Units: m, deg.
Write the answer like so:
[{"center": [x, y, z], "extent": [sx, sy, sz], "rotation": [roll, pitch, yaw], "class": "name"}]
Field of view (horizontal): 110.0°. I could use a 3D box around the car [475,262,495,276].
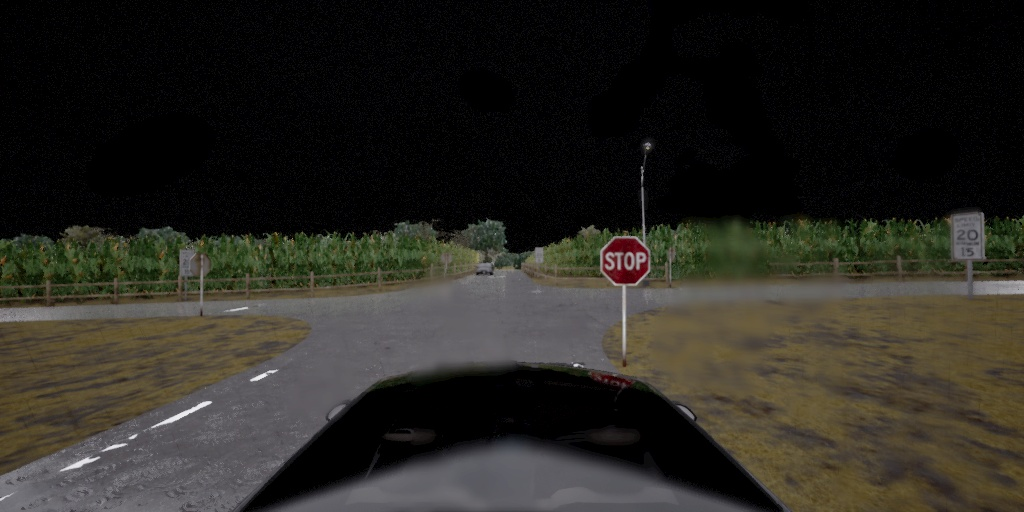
[{"center": [-2.939, 1.480, 39.796], "extent": [1.837, 1.490, 4.892], "rotation": [0, 0, 0], "class": "car"}]
